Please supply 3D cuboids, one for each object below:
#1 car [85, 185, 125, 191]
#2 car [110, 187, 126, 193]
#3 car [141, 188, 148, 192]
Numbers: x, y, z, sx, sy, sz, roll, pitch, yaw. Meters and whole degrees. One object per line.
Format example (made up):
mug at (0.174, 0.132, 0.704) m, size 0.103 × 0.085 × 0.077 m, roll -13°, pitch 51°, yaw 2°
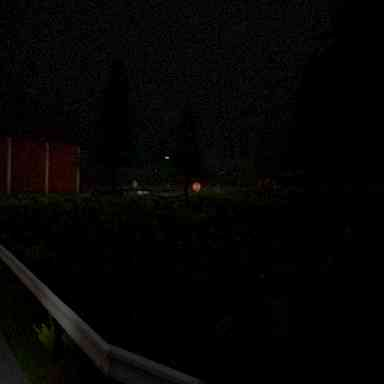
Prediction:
car at (-12.805, 0.061, 50.125) m, size 2.150 × 2.045 × 5.566 m, roll 2°, pitch 1°, yaw 32°
car at (-20.049, -0.539, 90.199) m, size 1.816 × 1.474 × 4.193 m, roll 2°, pitch 1°, yaw 31°
car at (-7.411, 0.496, 52.009) m, size 1.994 × 1.385 × 4.181 m, roll 2°, pitch 1°, yaw 32°
